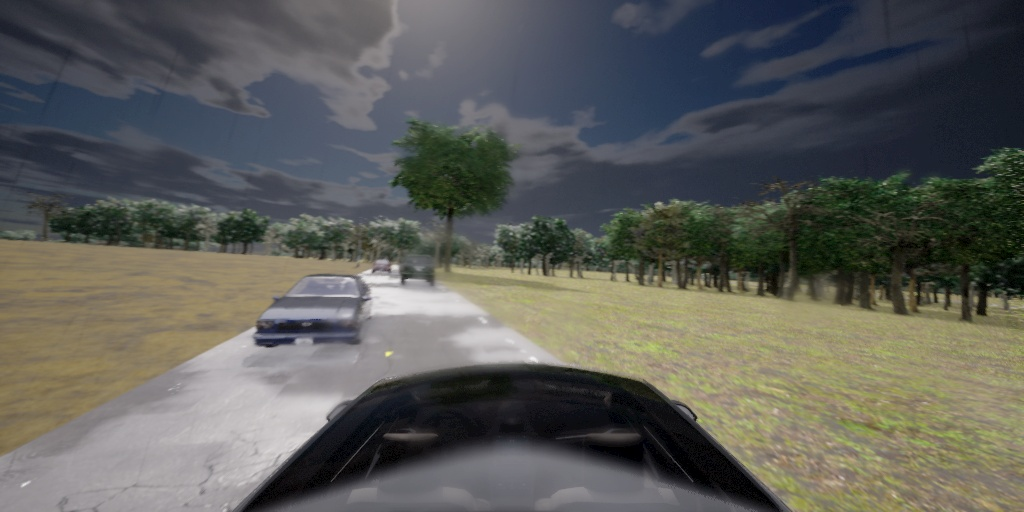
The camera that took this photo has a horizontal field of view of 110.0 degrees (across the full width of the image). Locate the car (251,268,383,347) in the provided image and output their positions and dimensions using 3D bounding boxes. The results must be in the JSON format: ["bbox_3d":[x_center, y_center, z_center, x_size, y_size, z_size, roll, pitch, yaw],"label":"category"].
[{"bbox_3d":[-4.570,1.162,9.081,2.033,1.411,5.357,3,-1,-18],"label":"car"}]

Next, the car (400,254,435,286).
[{"bbox_3d":[-6.624,0.929,25.105,2.150,2.045,5.566,3,-1,-17],"label":"car"}]

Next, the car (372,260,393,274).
[{"bbox_3d":[-13.774,1.101,38.114,1.812,1.442,4.674,3,-1,-18],"label":"car"}]
